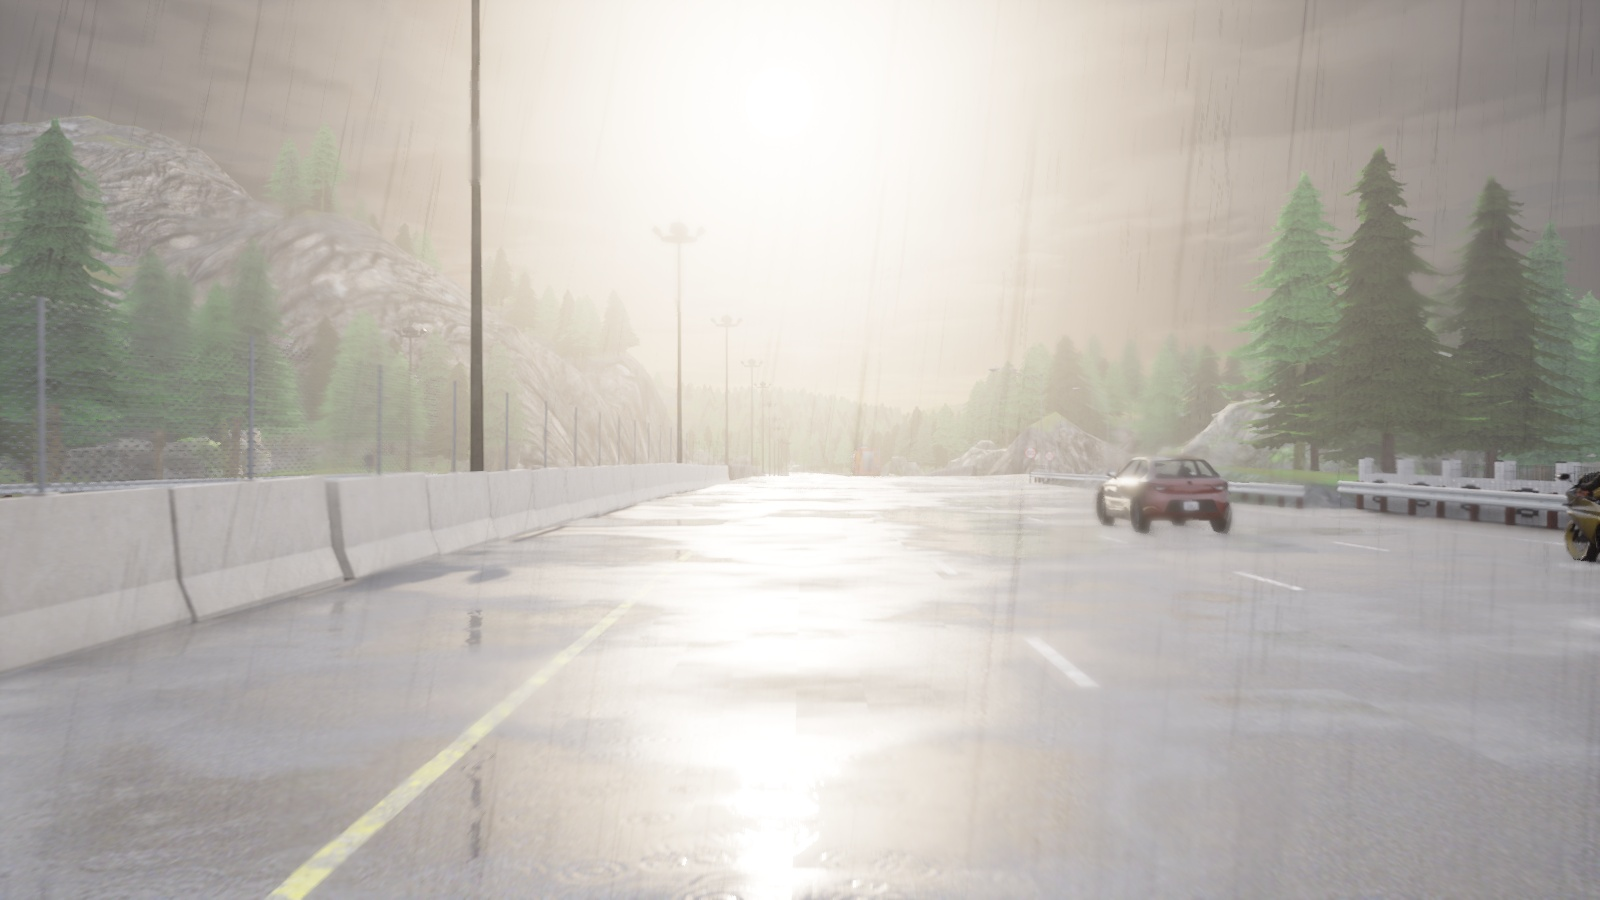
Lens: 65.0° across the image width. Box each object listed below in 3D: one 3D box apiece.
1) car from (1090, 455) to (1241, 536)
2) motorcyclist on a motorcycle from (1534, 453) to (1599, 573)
[{"bbox_3d":[7.158,0.856,25.044,1.816,1.474,4.193,0,-1,0],"label":"car"},{"bbox_3d":[10.608,0.808,16.312,0.866,1.530,2.191,0,0,0],"label":"motorcyclist on a motorcycle"}]
